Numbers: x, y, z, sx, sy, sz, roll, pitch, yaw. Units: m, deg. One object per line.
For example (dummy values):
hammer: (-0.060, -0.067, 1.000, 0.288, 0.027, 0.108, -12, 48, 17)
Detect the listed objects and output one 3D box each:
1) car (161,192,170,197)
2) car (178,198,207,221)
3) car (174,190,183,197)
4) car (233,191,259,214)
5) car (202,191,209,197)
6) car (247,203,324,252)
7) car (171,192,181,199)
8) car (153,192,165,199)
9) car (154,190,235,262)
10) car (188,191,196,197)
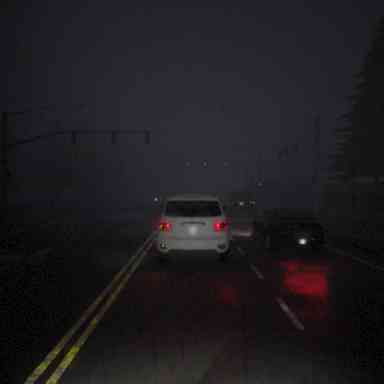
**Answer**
car: (-7.009, 0.543, 87.790, 1.895, 1.301, 4.718, 0, 1, 0)
car: (0.040, 1.237, 25.790, 2.033, 1.411, 5.357, 0, 1, 0)
car: (-3.509, 0.303, 87.846, 2.097, 1.767, 4.553, 0, 1, 0)
car: (4.184, 0.899, 26.978, 2.150, 2.045, 5.566, 0, 1, 12)
car: (3.491, 0.486, 87.776, 1.812, 1.442, 4.674, 0, 1, 0)
car: (3.560, 1.346, 13.056, 1.837, 1.490, 4.892, 0, 0, 0)
car: (-3.508, 0.702, 72.083, 1.994, 1.385, 4.181, 0, 1, 0)
car: (-7.008, 0.674, 72.084, 2.128, 1.511, 4.902, 0, 1, 0)
car: (0.050, 1.080, 11.735, 2.150, 2.045, 5.566, 0, 1, 1)
car: (-0.009, 0.491, 87.520, 2.128, 1.511, 4.902, 0, 1, 0)
